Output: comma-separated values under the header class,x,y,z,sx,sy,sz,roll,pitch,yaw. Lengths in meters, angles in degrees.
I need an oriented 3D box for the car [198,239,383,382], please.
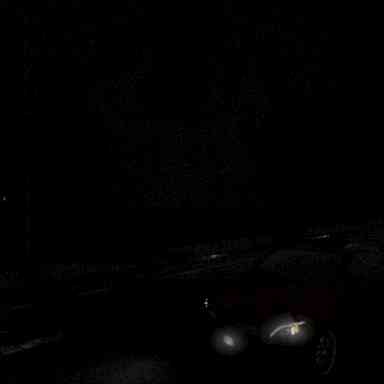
class,x,y,z,sx,sy,sz,roll,pitch,yaw
car,2.207,1.599,5.749,4.674,1.442,1.812,0,-1,-41
